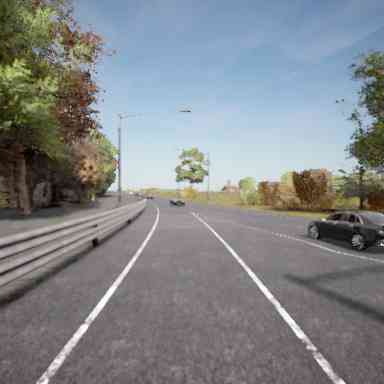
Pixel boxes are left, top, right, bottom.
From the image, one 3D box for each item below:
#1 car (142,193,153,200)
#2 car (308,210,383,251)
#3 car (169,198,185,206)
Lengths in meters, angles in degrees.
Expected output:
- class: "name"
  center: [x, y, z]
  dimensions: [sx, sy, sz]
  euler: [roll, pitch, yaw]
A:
- class: "car"
  center: [-11.661, 1.308, 90.702]
  dimensions: [2.033, 1.411, 5.357]
  euler: [0, 0, -14]
- class: "car"
  center: [7.065, 1.572, 14.630]
  dimensions: [1.837, 1.490, 4.892]
  euler: [1, 0, -14]
- class: "car"
  center: [-2.493, 1.544, 53.434]
  dimensions: [1.895, 1.301, 4.718]
  euler: [0, 0, -14]
